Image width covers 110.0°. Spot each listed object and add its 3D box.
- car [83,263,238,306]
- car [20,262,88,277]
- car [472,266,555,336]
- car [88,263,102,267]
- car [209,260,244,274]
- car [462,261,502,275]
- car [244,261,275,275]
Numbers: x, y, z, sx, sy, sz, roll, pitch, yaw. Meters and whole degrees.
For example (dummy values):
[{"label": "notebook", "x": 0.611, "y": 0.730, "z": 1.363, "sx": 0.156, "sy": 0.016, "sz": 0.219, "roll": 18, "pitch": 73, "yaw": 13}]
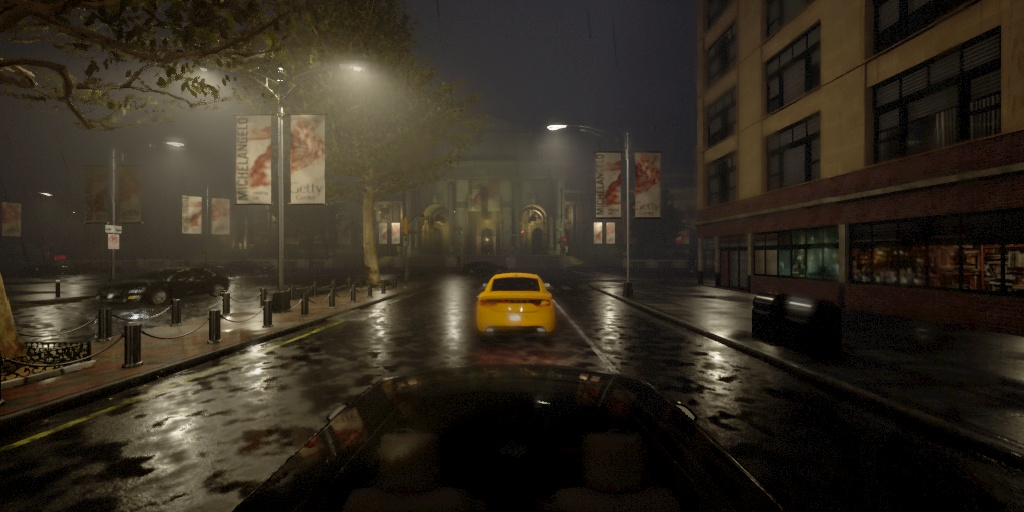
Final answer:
[{"label": "car", "x": -14.986, "y": 1.255, "z": 15.808, "sx": 1.837, "sy": 1.490, "sz": 4.892, "roll": 0, "pitch": 0, "yaw": 0}, {"label": "car", "x": -44.817, "y": 1.314, "z": 34.920, "sx": 4.181, "sy": 1.385, "sz": 1.994, "roll": 0, "pitch": 0, "yaw": 0}, {"label": "car", "x": 0.122, "y": 1.228, "z": 10.431, "sx": 1.882, "sy": 1.535, "sz": 5.008, "roll": 0, "pitch": 0, "yaw": 1}, {"label": "car", "x": -45.129, "y": 1.351, "z": 38.434, "sx": 4.718, "sy": 1.301, "sz": 1.895, "roll": 0, "pitch": 0, "yaw": 0}, {"label": "car", "x": -29.081, "y": 1.314, "z": 34.789, "sx": 4.181, "sy": 1.385, "sz": 1.994, "roll": 0, "pitch": 0, "yaw": 1}, {"label": "car", "x": -2.801, "y": 1.255, "z": 37.976, "sx": 4.892, "sy": 1.490, "sz": 1.837, "roll": 0, "pitch": 0, "yaw": 1}, {"label": "car", "x": -28.126, "y": 1.227, "z": 38.281, "sx": 5.008, "sy": 1.535, "sz": 1.882, "roll": 0, "pitch": 0, "yaw": 1}]
